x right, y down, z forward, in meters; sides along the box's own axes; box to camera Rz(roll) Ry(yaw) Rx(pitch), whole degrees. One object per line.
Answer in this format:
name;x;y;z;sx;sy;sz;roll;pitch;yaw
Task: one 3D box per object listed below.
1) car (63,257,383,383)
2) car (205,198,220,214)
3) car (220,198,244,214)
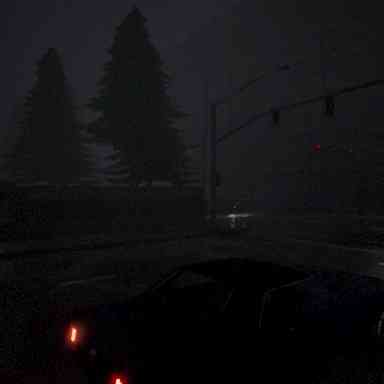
car;0.943;1.585;4.456;4.718;1.301;1.895;0;0;-35
car;-0.029;1.179;34.013;2.150;2.045;5.566;0;0;-35
car;3.417;1.445;35.202;1.837;1.490;4.892;0;0;-35
